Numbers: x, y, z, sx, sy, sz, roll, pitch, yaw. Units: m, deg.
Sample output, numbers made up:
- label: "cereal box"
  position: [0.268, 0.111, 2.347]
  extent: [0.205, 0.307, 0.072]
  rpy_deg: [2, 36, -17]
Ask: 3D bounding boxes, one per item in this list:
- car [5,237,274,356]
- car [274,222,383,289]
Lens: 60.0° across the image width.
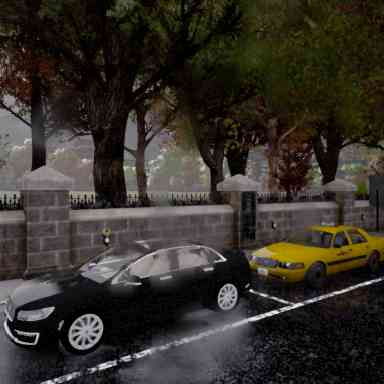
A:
- label: "car"
  position: [-0.834, 1.551, 5.970]
  extent: [4.403, 1.369, 2.008]
  rpy_deg: [0, 0, -36]
- label: "car"
  position: [3.607, 1.526, 9.148]
  extent: [4.829, 1.417, 1.752]
  rpy_deg: [0, 0, -36]
